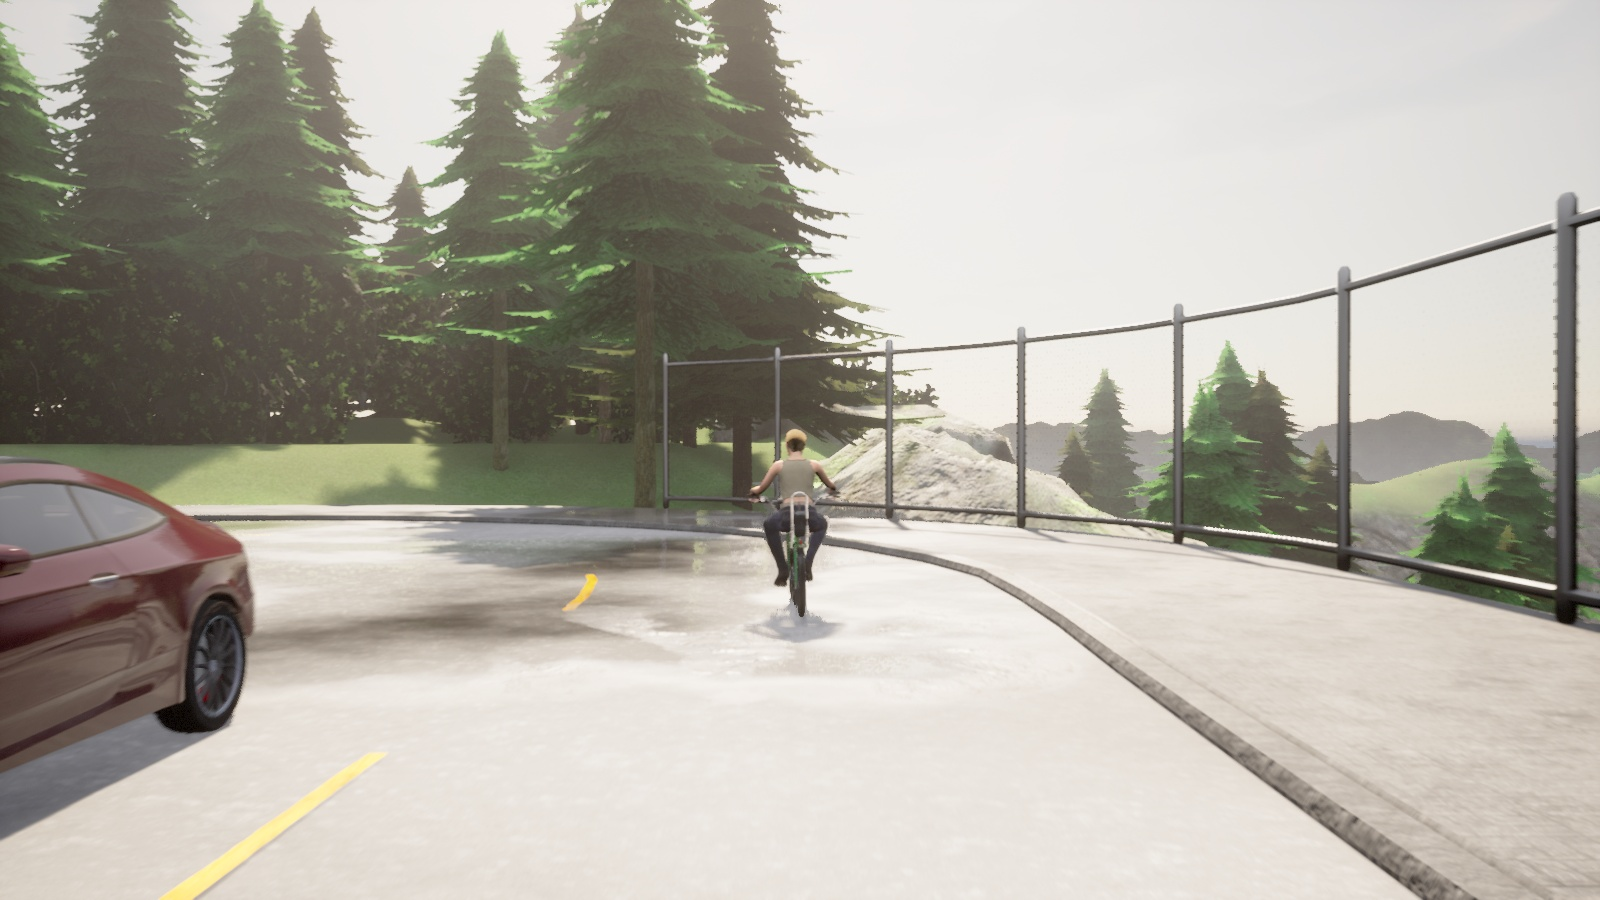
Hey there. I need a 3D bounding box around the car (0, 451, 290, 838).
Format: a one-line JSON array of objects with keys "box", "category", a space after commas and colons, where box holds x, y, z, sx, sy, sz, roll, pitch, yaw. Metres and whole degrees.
[{"box": [-3.924, 0.740, 5.080, 1.812, 1.442, 4.674, 0, 0, 0], "category": "car"}]

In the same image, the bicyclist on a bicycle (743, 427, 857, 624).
[{"box": [-0.032, 0.621, 11.161, 0.866, 1.612, 1.509, -1, 0, -4], "category": "bicyclist on a bicycle"}]
